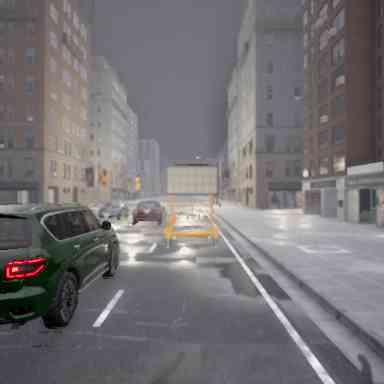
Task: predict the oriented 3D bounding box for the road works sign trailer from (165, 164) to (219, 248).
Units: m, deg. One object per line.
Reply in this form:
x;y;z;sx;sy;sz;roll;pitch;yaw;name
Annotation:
0.002;0.529;15.158;2.380;3.560;2.880;0;0;0;road works sign trailer

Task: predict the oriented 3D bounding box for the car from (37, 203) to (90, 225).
-9.848;1.659;26.044;2.033;1.411;5.357;0;0;0;car

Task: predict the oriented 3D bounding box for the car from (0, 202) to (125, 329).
-3.148;1.252;7.167;2.150;2.045;5.566;0;0;0;car

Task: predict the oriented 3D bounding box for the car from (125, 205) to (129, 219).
-6.598;1.612;28.079;2.128;1.511;4.902;0;0;0;car

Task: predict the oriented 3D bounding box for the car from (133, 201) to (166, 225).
-3.146;1.460;25.340;2.097;1.767;4.553;0;0;0;car
